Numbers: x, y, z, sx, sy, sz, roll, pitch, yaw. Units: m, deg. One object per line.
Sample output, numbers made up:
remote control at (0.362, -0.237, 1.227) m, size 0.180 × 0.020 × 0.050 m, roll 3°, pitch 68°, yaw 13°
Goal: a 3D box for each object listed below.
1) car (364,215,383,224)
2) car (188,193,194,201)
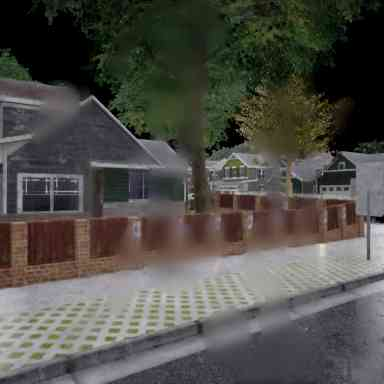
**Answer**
car at (12.481, 1.423, 19.895) m, size 1.895 × 1.301 × 4.718 m, roll 0°, pitch 1°, yaw -32°
car at (0.277, 0.902, 39.382) m, size 1.812 × 1.442 × 4.674 m, roll 0°, pitch 1°, yaw -32°
